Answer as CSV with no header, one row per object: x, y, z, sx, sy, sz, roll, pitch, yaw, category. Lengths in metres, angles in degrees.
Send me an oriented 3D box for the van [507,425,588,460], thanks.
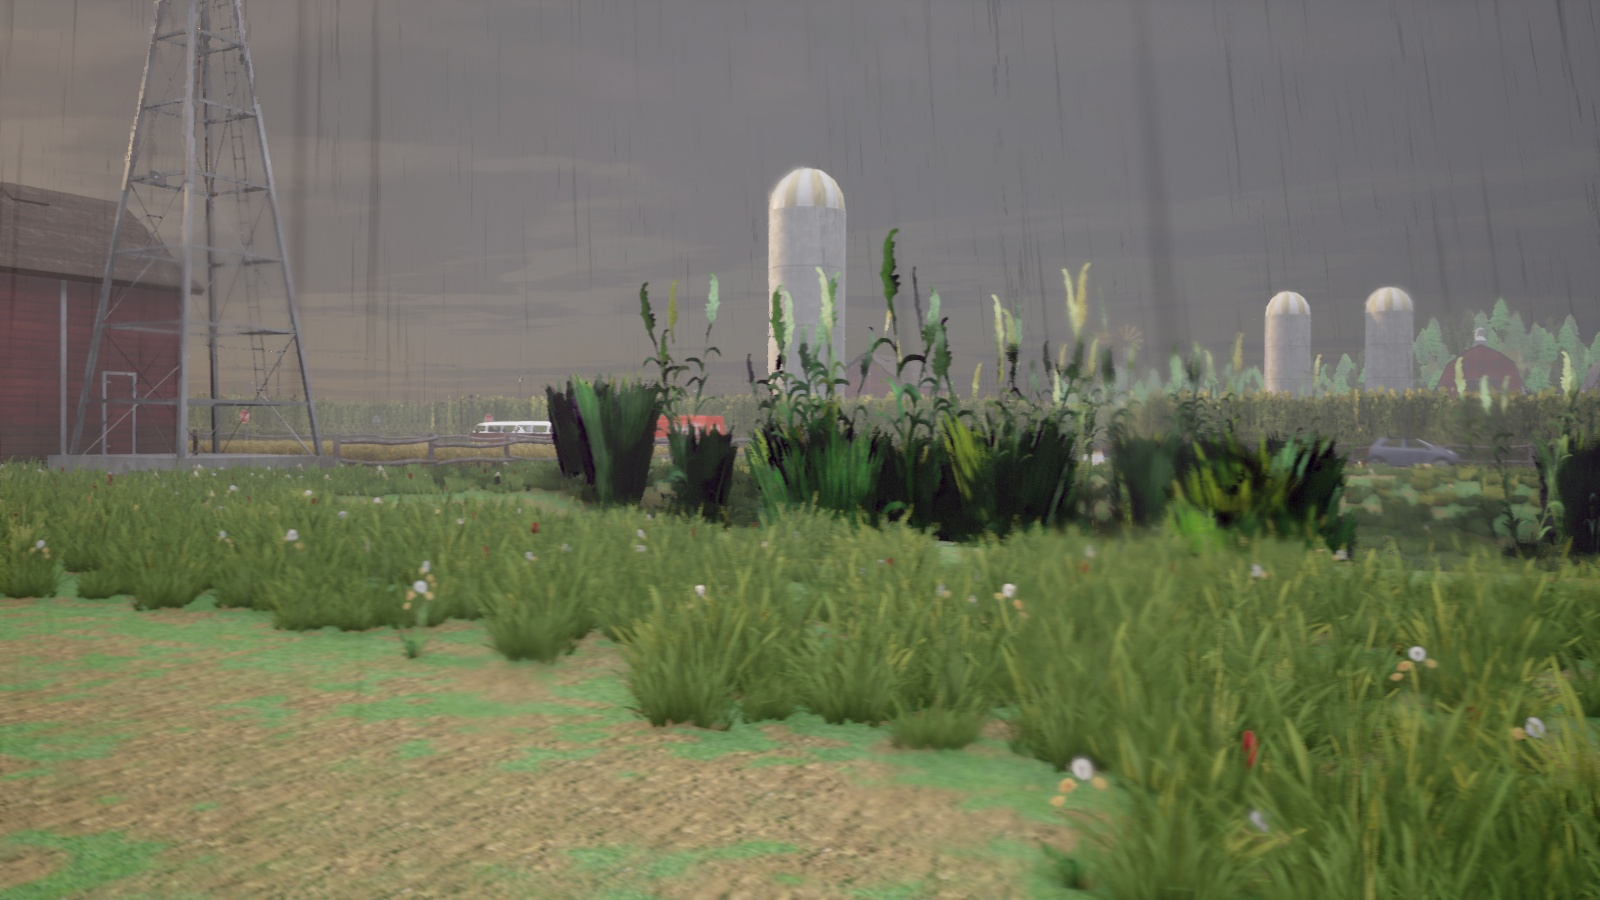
-15.390,-0.450,76.511,4.480,2.038,2.069,0,1,28,van

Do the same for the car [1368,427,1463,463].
26.626,-0.237,54.288,3.633,1.501,1.845,0,1,28,car

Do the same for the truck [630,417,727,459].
-7.347,-0.723,75.759,5.204,2.467,2.627,0,1,28,truck

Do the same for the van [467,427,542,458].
-19.328,-0.491,82.100,4.480,2.038,2.069,0,1,28,van
